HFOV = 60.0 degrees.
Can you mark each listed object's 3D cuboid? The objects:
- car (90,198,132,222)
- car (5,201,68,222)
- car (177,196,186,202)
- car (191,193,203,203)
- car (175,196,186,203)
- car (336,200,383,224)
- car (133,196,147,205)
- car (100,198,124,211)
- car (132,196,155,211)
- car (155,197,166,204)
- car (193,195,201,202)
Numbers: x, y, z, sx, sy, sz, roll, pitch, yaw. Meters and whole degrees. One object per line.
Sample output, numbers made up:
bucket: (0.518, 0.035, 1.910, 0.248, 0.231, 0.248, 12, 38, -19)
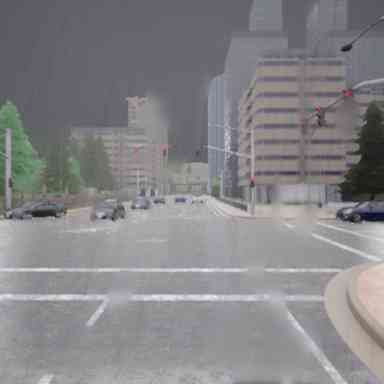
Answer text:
car: (-6.517, 1.499, 26.255, 2.128, 1.511, 4.902, 0, 0, 2)
car: (-12.416, 1.499, 26.834, 2.128, 1.511, 4.902, 1, 0, 31)
car: (-2.326, 1.612, 76.818, 1.895, 1.301, 4.718, 0, 0, 1)
car: (1.073, 1.238, 67.066, 2.150, 2.045, 5.566, 0, 0, 1)
car: (-2.423, 1.494, 67.418, 1.882, 1.535, 5.008, 0, 0, 1)
car: (12.963, 1.360, 24.210, 4.553, 1.767, 2.097, 0, 0, 1)
car: (-9.553, 1.540, 61.074, 1.812, 1.442, 4.674, 0, 0, 1)
car: (-9.791, 1.535, 41.222, 1.812, 1.442, 4.674, 0, 0, 1)
car: (-6.291, 1.501, 41.206, 2.128, 1.511, 4.902, 0, 0, 1)
car: (-6.021, 1.563, 62.256, 2.033, 1.411, 5.357, 0, 0, 1)
car: (1.174, 1.540, 76.751, 1.812, 1.442, 4.674, 0, 0, 1)
